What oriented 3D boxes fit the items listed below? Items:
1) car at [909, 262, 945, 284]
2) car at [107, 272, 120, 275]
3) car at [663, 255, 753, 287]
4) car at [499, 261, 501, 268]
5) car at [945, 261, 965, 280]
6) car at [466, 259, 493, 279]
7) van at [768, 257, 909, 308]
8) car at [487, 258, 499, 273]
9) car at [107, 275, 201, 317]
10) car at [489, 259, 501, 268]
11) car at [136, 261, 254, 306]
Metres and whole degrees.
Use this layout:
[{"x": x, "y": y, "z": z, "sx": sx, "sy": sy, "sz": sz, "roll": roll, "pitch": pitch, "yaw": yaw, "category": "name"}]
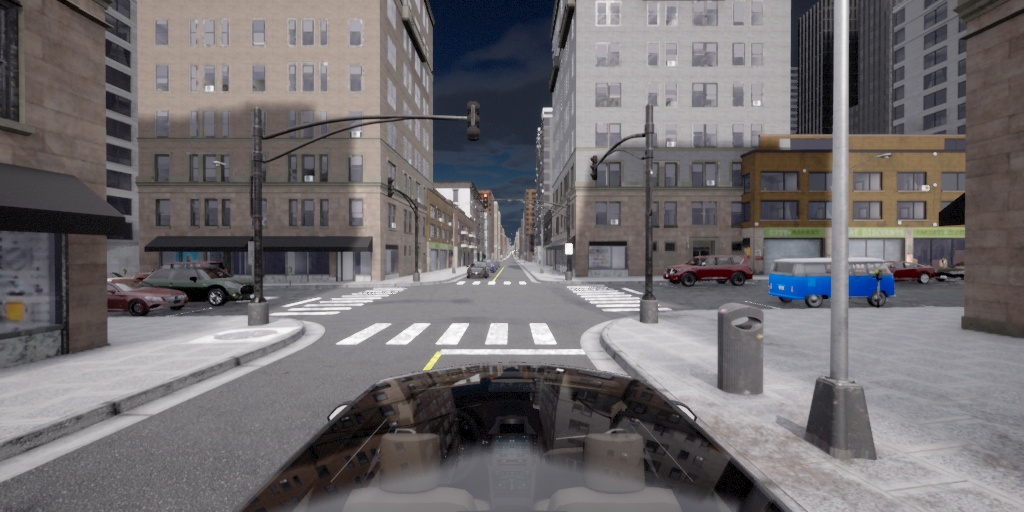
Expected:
[{"x": 23.325, "y": 0.961, "z": 22.223, "sx": 4.507, "sy": 1.381, "sz": 1.888, "roll": 0, "pitch": 0, "yaw": 0, "category": "car"}, {"x": -26.008, "y": 1.548, "z": 22.129, "sx": 4.829, "sy": 1.417, "sz": 1.751, "roll": 0, "pitch": 0, "yaw": 0, "category": "car"}, {"x": 12.108, "y": 0.869, "z": 22.202, "sx": 5.009, "sy": 1.841, "sz": 2.192, "roll": 0, "pitch": 0, "yaw": 0, "category": "car"}, {"x": -3.056, "y": 1.275, "z": 53.607, "sx": 1.837, "sy": 1.490, "sz": 4.892, "roll": 0, "pitch": 0, "yaw": 0, "category": "car"}, {"x": 28.935, "y": 0.913, "z": 22.234, "sx": 4.313, "sy": 1.339, "sz": 1.948, "roll": 0, "pitch": 0, "yaw": 0, "category": "car"}, {"x": -3.075, "y": 1.255, "z": 33.300, "sx": 1.837, "sy": 1.490, "sz": 4.892, "roll": 0, "pitch": 0, "yaw": 0, "category": "car"}, {"x": 12.125, "y": 0.955, "z": 13.676, "sx": 3.998, "sy": 1.789, "sz": 1.690, "roll": 0, "pitch": 0, "yaw": 0, "category": "van"}, {"x": -3.064, "y": 1.110, "z": 43.459, "sx": 2.097, "sy": 1.767, "sz": 4.553, "roll": 0, "pitch": 0, "yaw": 0, "category": "car"}, {"x": -14.811, "y": 1.526, "z": 13.625, "sx": 4.207, "sy": 1.307, "sz": 1.802, "roll": 0, "pitch": 0, "yaw": 0, "category": "car"}, {"x": -3.007, "y": 1.290, "z": 63.934, "sx": 1.837, "sy": 1.490, "sz": 4.892, "roll": 0, "pitch": 0, "yaw": 0, "category": "car"}, {"x": -14.001, "y": 1.267, "z": 16.267, "sx": 4.553, "sy": 1.767, "sz": 2.097, "roll": -1, "pitch": 0, "yaw": 0, "category": "car"}]
